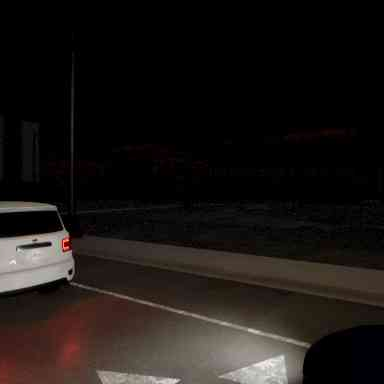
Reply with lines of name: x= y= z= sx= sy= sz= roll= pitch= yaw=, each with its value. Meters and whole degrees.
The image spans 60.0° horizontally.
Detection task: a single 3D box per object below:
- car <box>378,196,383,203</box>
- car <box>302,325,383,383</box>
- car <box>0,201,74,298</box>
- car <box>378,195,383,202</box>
car: x=39.921 y=1.527 z=67.903 sx=2.038 sy=1.542 sz=4.974 roll=1 pitch=1 yaw=6
car: x=3.005 y=1.516 z=1.843 sx=4.674 sy=1.442 sz=1.812 roll=0 pitch=0 yaw=35
car: x=-5.032 y=1.220 z=7.576 sx=5.566 sy=2.045 sz=2.150 roll=0 pitch=0 yaw=35
car: x=39.927 y=1.369 z=67.953 sx=1.853 sy=1.218 sz=4.536 roll=1 pitch=1 yaw=6
